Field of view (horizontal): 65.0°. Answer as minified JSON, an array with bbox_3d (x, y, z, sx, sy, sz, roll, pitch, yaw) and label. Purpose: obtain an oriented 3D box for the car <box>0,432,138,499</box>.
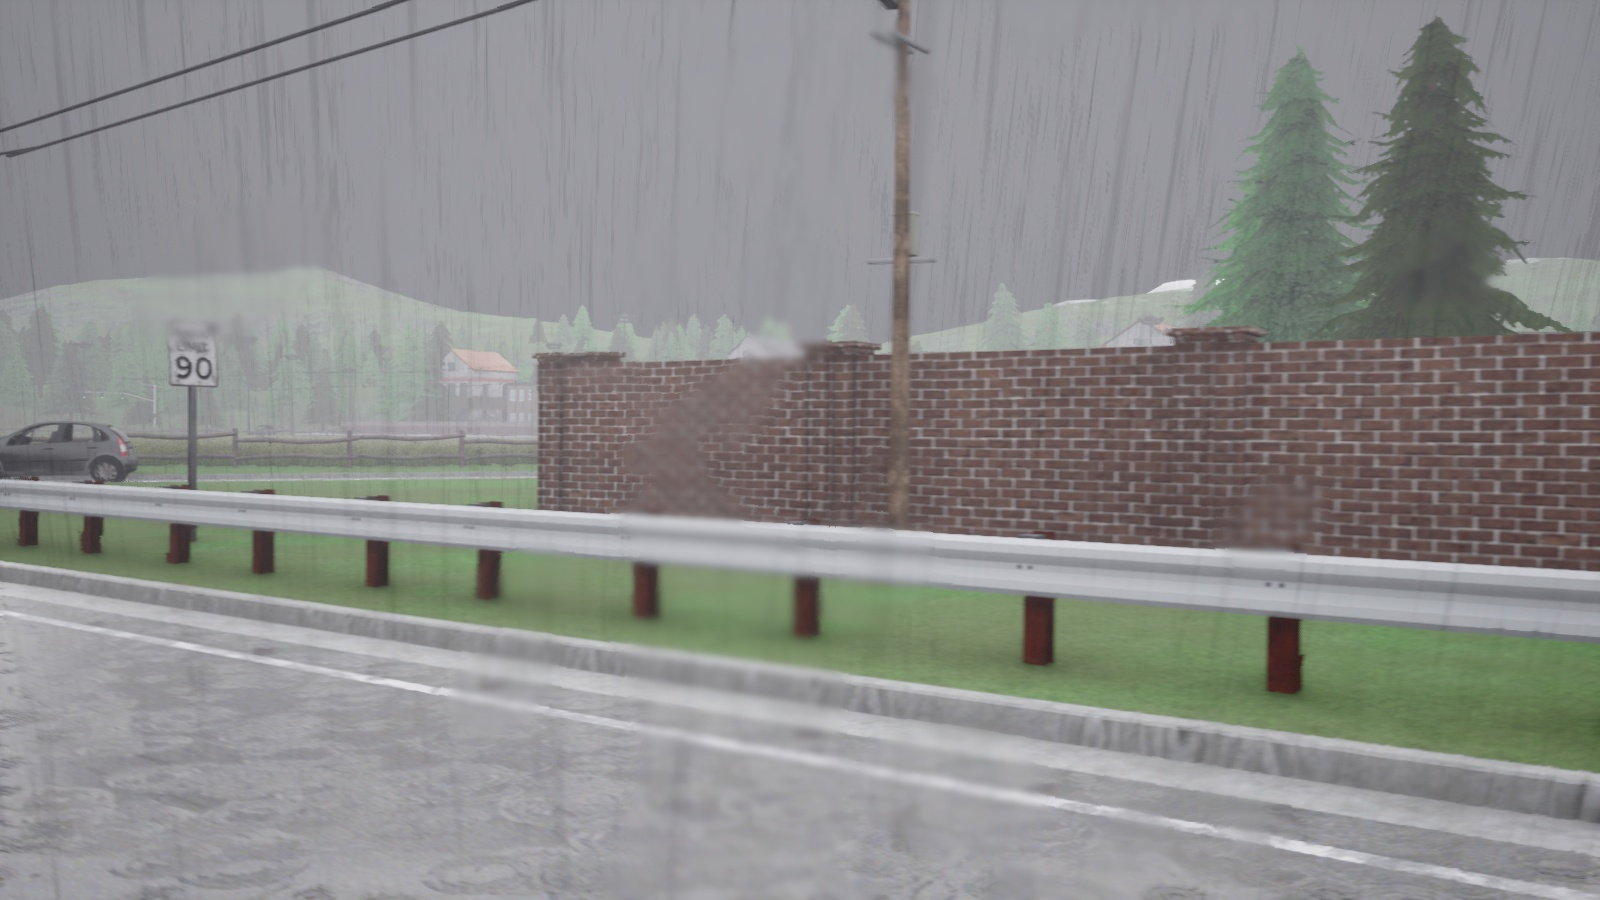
[{"bbox_3d":[-19.109,0.369,31.776,3.988,1.617,1.851,-1,1,-21],"label":"car"}]
